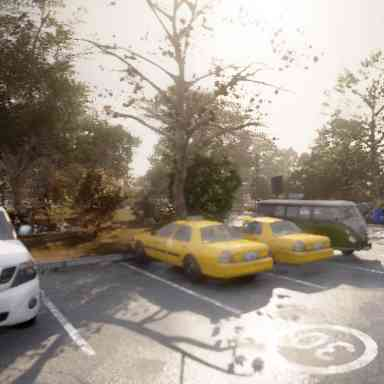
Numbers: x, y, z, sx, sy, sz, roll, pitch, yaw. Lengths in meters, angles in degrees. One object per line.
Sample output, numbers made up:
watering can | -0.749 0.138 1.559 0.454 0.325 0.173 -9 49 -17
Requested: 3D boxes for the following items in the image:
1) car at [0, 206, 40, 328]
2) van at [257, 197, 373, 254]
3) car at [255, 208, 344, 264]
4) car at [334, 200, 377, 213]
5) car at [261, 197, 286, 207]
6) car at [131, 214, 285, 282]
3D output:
car | -4.608 1.227 6.501 2.435 2.045 5.566 0 0 -36
van | 4.556 1.313 12.895 1.878 1.987 4.442 1 0 -35
car | 2.101 1.510 11.523 1.946 1.575 5.366 1 0 -35
car | 23.475 2.042 47.971 2.033 1.411 5.357 -1 2 -35
car | 14.900 1.781 60.951 1.812 1.442 4.674 -1 2 -26
car | -0.070 1.493 9.984 1.946 1.575 5.366 0 0 -35
